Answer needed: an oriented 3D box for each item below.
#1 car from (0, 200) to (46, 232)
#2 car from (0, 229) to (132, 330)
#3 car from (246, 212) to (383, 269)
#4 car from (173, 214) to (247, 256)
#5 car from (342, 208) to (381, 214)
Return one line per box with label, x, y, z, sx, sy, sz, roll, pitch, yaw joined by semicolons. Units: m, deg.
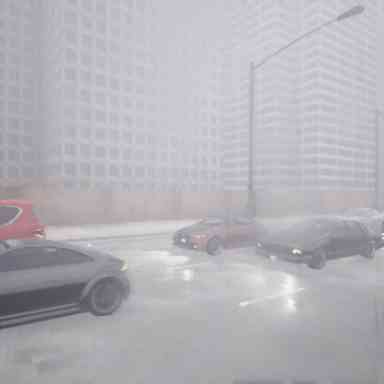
car;-6.442;1.210;7.976;5.566;2.045;2.150;1;0;-35
car;-3.229;1.564;5.968;4.181;1.385;1.994;1;0;-35
car;4.643;1.617;11.563;5.357;1.411;2.033;1;0;-35
car;1.303;1.620;13.501;4.181;1.385;1.994;1;0;-36
car;9.685;1.655;19.445;4.674;1.442;1.812;1;0;-35
